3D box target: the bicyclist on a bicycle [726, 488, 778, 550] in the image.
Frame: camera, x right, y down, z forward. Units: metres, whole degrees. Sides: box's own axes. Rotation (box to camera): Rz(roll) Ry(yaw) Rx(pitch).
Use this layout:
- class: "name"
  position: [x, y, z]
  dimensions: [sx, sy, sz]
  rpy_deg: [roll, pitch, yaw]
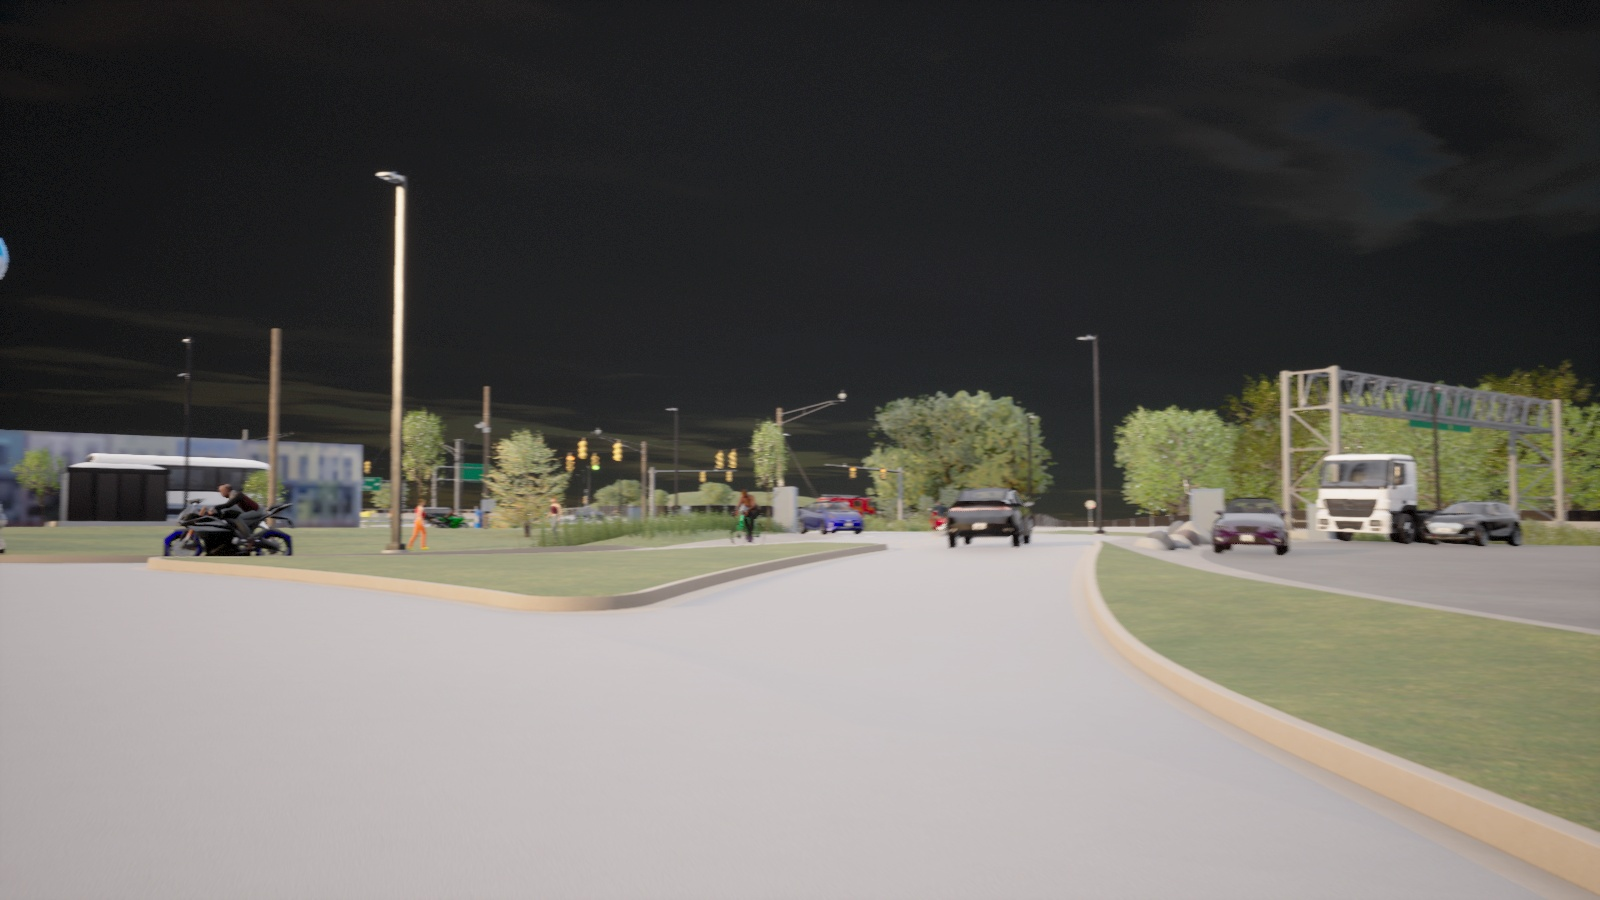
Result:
- class: "bicyclist on a bicycle"
  position: [-1.276, 1.839, 33.667]
  dimensions: [0.582, 1.620, 1.656]
  rpy_deg: [-3, -3, 30]

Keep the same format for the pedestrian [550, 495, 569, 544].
- class: "pedestrian"
  position: [-9.098, 2.631, 47.517]
  dimensions: [0.594, 1.836, 0.345]
  rpy_deg: [4, -6, -43]

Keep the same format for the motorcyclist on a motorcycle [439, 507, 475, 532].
- class: "motorcyclist on a motorcycle"
  position: [-21.653, 4.364, 79.260]
  dimensions: [2.044, 1.523, 0.797]
  rpy_deg: [1, -4, -24]

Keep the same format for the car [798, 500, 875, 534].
- class: "car"
  position: [1.626, 3.072, 57.647]
  dimensions: [2.007, 1.525, 4.514]
  rpy_deg: [1, -3, -20]

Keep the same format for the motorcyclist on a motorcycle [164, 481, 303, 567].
- class: "motorcyclist on a motorcycle"
  position: [-10.492, 1.390, 23.281]
  dimensions: [2.191, 1.530, 0.866]
  rpy_deg: [3, -5, -33]

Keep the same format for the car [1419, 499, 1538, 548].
- class: "car"
  position: [24.167, 2.629, 44.654]
  dimensions: [4.856, 1.649, 2.033]
  rpy_deg: [4, -4, -40]

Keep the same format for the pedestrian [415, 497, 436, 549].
- class: "pedestrian"
  position: [-13.310, 2.609, 44.612]
  dimensions: [0.594, 1.836, 0.345]
  rpy_deg: [3, -5, -39]

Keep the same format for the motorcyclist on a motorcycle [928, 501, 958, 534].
- class: "motorcyclist on a motorcycle"
  position: [7.043, 3.313, 61.912]
  dimensions: [0.866, 1.590, 1.817]
  rpy_deg: [1, -3, -14]

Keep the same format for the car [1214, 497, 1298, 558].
- class: "car"
  position: [12.066, 2.008, 33.079]
  dimensions: [1.816, 1.474, 4.193]
  rpy_deg: [0, -3, 23]

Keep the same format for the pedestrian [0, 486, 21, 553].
- class: "pedestrian"
  position: [-22.504, 1.967, 35.223]
  dimensions: [0.900, 1.855, 0.874]
  rpy_deg: [4, -6, -44]

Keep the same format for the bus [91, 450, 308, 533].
- class: "bus"
  position: [-33.727, 2.492, 70.832]
  dimensions: [10.273, 4.253, 3.944]
  rpy_deg: [3, -6, -38]

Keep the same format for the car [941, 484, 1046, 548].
- class: "car"
  position: [5.129, 1.715, 32.697]
  dimensions: [2.128, 1.511, 4.902]
  rpy_deg: [-2, -3, 15]

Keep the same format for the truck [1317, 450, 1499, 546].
- class: "truck"
  position: [23.840, 1.943, 49.063]
  dimensions: [7.936, 3.462, 2.891]
  rpy_deg: [3, -3, -35]
